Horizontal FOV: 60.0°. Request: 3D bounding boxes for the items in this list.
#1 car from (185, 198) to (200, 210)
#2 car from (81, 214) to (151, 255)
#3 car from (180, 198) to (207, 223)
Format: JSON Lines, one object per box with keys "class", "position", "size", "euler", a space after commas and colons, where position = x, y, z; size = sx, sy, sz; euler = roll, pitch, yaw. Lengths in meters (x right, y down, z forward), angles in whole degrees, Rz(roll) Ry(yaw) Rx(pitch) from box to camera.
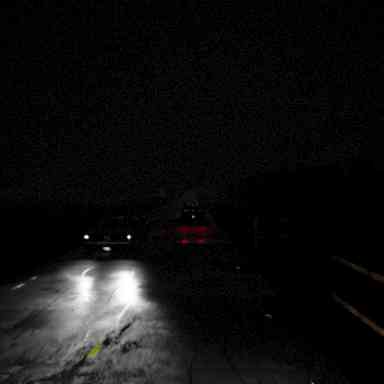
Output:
{"class": "car", "position": [0.098, 1.527, 43.424], "size": [1.812, 1.442, 4.674], "euler": [0, 0, 0]}
{"class": "car", "position": [-2.836, 1.602, 13.373], "size": [1.895, 1.301, 4.718], "euler": [0, 0, 0]}
{"class": "car", "position": [0.096, 1.494, 25.306], "size": [2.128, 1.511, 4.902], "euler": [0, 0, 0]}
